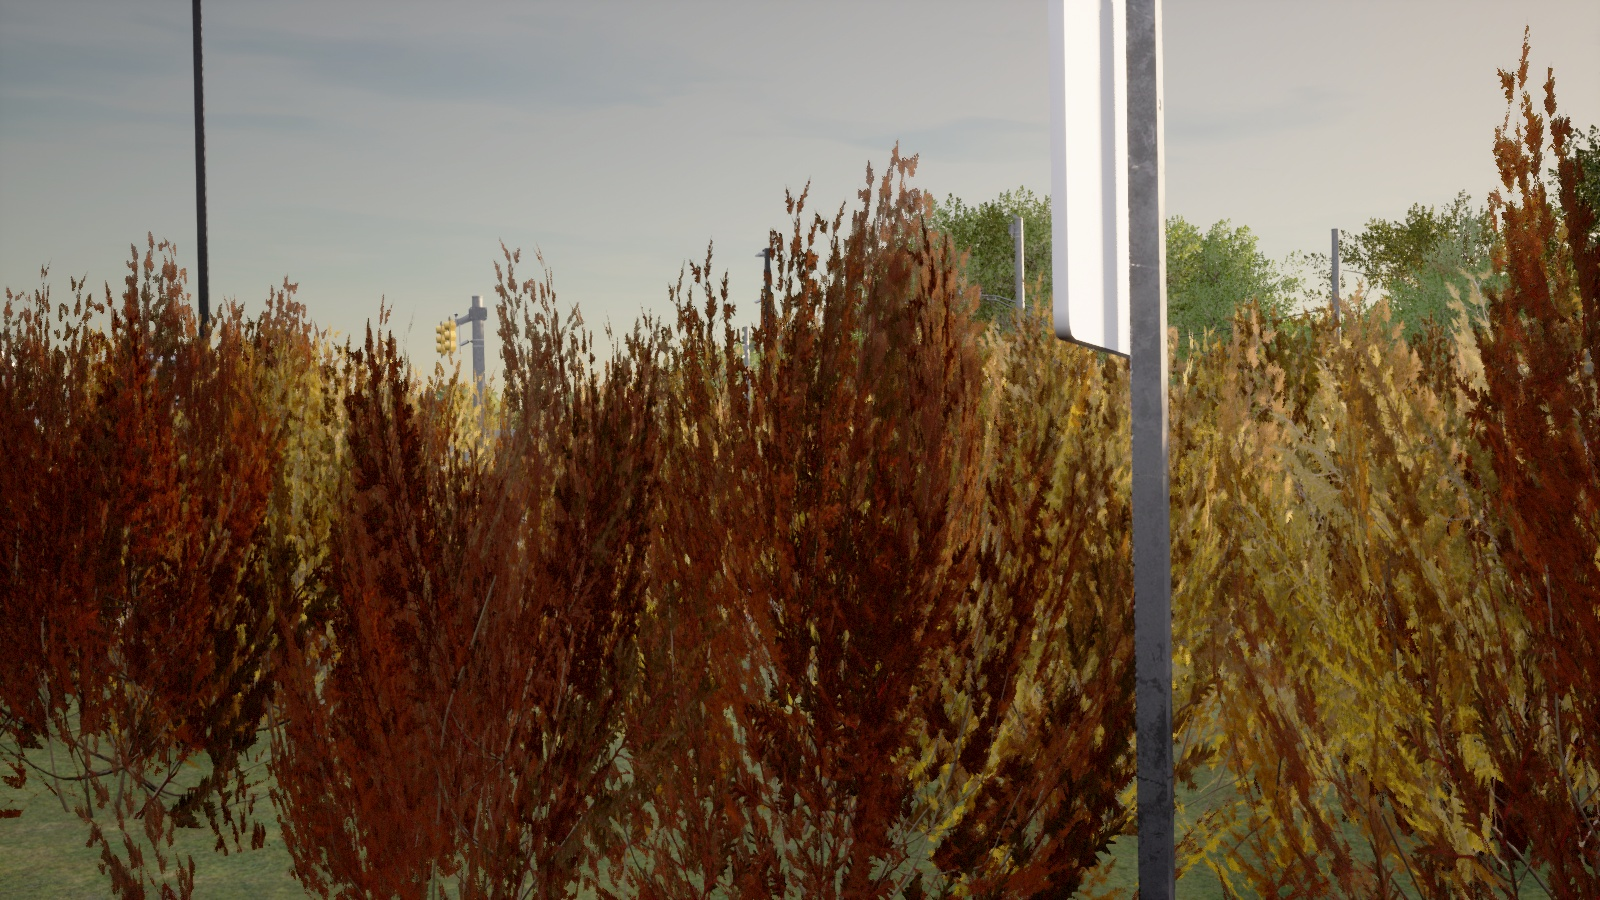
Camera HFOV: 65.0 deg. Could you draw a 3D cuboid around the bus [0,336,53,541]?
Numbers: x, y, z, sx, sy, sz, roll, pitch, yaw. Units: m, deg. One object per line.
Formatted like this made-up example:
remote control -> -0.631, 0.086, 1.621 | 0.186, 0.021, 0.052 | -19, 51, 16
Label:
bus -> -19.024, -0.127, 26.827 | 3.944, 4.253, 10.273 | -2, -1, -24
